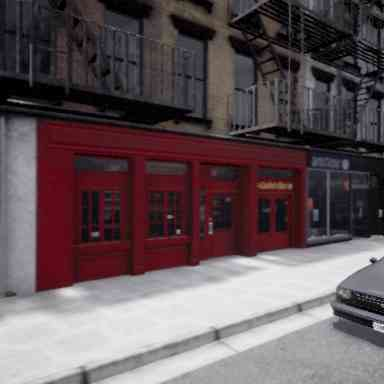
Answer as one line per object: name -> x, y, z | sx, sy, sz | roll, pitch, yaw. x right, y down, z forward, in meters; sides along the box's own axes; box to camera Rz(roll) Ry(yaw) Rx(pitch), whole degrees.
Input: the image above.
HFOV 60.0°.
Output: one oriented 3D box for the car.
car -> 4.876, 1.536, 6.236 | 5.357, 1.411, 2.033 | 0, 0, -35
